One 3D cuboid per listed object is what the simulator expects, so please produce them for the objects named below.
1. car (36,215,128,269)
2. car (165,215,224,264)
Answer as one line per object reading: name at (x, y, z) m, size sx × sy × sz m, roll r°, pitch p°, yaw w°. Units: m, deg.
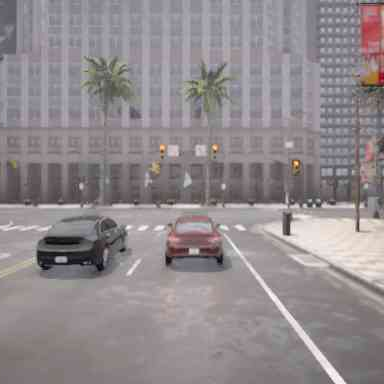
car at (-3.427, 1.525, 11.167) m, size 1.837 × 1.490 × 4.892 m, roll 0°, pitch 0°, yaw 0°
car at (0.076, 1.545, 11.834) m, size 1.812 × 1.442 × 4.674 m, roll 0°, pitch 0°, yaw 0°
